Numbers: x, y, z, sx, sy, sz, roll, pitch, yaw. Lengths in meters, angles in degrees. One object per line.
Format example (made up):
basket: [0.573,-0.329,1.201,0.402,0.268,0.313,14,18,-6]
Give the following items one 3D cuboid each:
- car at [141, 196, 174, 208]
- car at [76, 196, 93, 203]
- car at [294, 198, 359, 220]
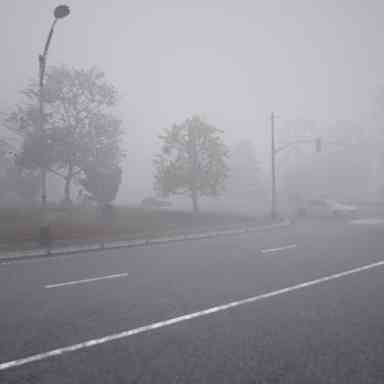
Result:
car: [-4.547,1.210,42.971,2.033,1.411,5.357,-2,1,-39]
car: [-20.107,1.267,62.362,2.128,1.511,4.902,-2,1,-38]
car: [9.729,1.203,24.366,1.812,1.442,4.674,-2,1,-35]
